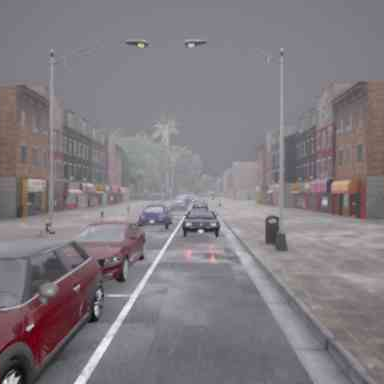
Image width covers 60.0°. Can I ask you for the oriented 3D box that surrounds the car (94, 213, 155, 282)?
[{"bbox_3d":[-2.438,1.540,9.757,1.887,1.381,4.507,0,0,1],"label":"car"}]

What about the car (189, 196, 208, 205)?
[{"bbox_3d":[1.044,1.616,42.589,1.994,1.385,4.181,0,0,1],"label":"car"}]

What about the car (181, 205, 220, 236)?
[{"bbox_3d":[0.493,1.617,18.427,1.895,1.301,4.718,0,0,1],"label":"car"}]

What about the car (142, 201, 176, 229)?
[{"bbox_3d":[-2.281,1.530,21.571,1.812,1.442,4.674,0,0,1],"label":"car"}]

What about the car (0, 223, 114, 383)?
[{"bbox_3d":[-2.563,1.430,4.294,1.967,1.590,4.097,0,0,1],"label":"car"}]

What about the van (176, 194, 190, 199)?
[{"bbox_3d":[-1.563,1.394,47.995,1.690,1.788,3.998,0,0,1],"label":"van"}]

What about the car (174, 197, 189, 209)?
[{"bbox_3d":[-1.689,1.621,42.531,1.802,1.307,4.206,0,0,1],"label":"car"}]
